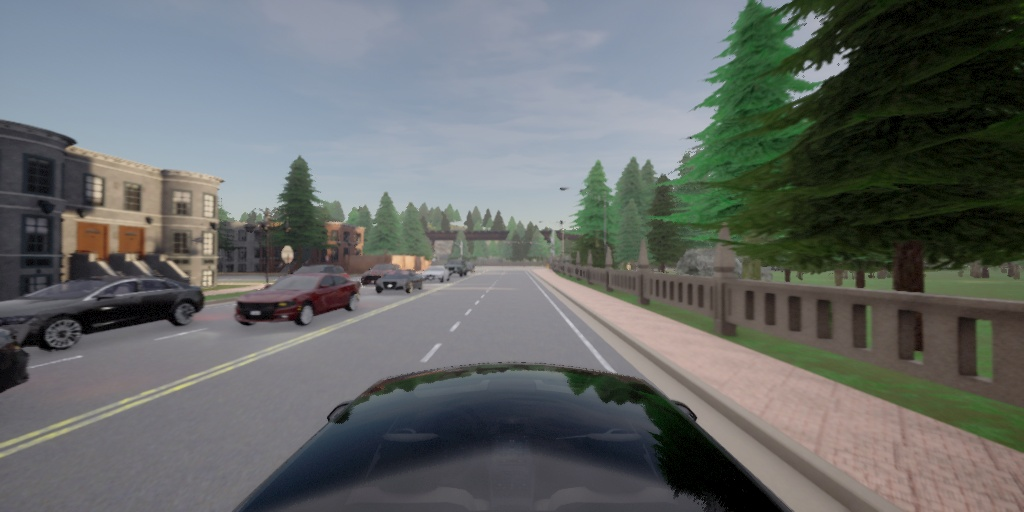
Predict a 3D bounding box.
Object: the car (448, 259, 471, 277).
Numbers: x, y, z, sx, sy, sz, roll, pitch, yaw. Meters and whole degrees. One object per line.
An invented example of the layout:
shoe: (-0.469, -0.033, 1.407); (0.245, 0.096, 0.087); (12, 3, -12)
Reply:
car: (-6.698, 1.426, 42.913); (2.150, 2.045, 5.566); (0, -1, 1)

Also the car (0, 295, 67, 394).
car: (-7.115, 1.259, 2.619); (1.812, 1.442, 4.674); (0, -1, 1)

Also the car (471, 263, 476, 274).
car: (-6.571, 1.835, 53.656); (1.837, 1.490, 4.892); (0, -1, 1)

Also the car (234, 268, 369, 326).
car: (-7.015, 1.325, 12.341); (1.882, 1.535, 5.008); (0, -1, 1)

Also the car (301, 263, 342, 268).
car: (-10.449, 1.265, 19.060); (2.097, 1.767, 4.553); (0, -1, 1)

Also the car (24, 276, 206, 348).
car: (-10.553, 1.289, 9.216); (2.128, 1.511, 4.902); (0, -1, 0)

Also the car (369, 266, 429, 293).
car: (-6.905, 1.529, 22.396); (1.994, 1.385, 4.181); (0, -1, 1)

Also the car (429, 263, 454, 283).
car: (-6.811, 1.609, 32.480); (1.812, 1.442, 4.674); (0, -1, 1)

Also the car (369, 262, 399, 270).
car: (-10.347, 1.381, 29.044); (2.097, 1.767, 4.553); (0, -1, 1)
